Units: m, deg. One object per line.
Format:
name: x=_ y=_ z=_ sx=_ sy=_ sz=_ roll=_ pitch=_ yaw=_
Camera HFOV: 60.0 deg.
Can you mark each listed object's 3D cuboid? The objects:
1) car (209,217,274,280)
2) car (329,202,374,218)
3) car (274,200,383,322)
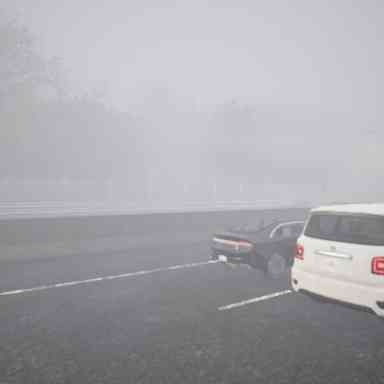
car: x=2.782 y=1.514 z=10.052 sx=4.902 sy=1.511 sz=2.128 roll=0 pitch=0 yaw=-35
car: x=15.563 y=1.703 z=32.279 sx=4.718 sy=1.301 sz=1.895 roll=0 pitch=0 yaw=-35
car: x=4.480 y=1.245 z=6.962 sx=5.566 sy=2.045 sz=2.150 roll=0 pitch=0 yaw=-35
